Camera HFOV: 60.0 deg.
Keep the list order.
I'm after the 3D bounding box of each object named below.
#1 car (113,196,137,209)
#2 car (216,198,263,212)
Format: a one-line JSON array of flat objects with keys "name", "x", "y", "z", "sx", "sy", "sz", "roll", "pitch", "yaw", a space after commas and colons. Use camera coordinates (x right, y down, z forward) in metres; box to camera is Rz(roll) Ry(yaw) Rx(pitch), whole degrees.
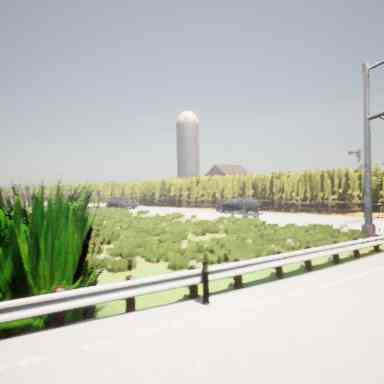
[{"name": "car", "x": -8.860, "y": 1.305, "z": 41.884, "sx": 2.097, "sy": 1.767, "sz": 4.553, "roll": -2, "pitch": 1, "yaw": -41}, {"name": "car", "x": 4.384, "y": 1.288, "z": 31.475, "sx": 2.128, "sy": 1.511, "sz": 4.902, "roll": -2, "pitch": 1, "yaw": -41}]
